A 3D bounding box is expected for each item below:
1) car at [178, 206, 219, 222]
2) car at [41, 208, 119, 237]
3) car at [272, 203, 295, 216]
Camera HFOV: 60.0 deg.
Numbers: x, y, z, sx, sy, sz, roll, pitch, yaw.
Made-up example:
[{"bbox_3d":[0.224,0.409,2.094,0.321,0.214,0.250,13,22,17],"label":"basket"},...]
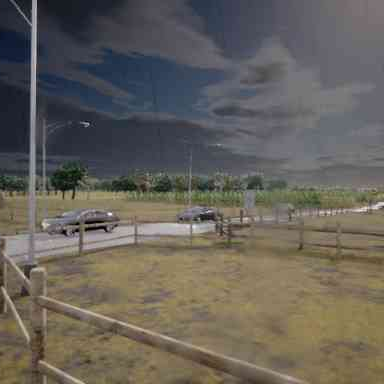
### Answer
[{"bbox_3d":[0.699,2.028,30.241,1.837,1.490,4.892,1,0,35],"label":"car"},{"bbox_3d":[-6.525,1.741,19.833,2.128,1.511,4.902,1,-1,33],"label":"car"},{"bbox_3d":[13.173,2.429,47.929,2.097,1.767,4.553,1,-1,35],"label":"car"}]
